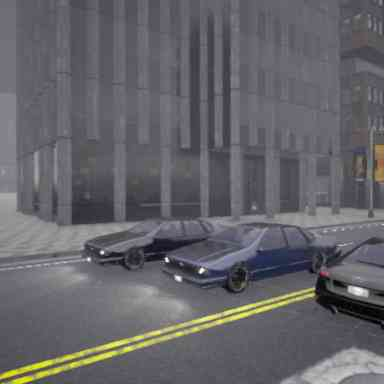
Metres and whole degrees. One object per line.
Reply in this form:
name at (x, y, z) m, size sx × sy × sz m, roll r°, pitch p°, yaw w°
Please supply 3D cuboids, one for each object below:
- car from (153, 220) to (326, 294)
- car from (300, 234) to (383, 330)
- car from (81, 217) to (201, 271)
car at (1.859, 1.550, 9.003) m, size 5.357 × 1.411 × 2.033 m, roll 0°, pitch 0°, yaw -36°
car at (4.306, 1.567, 6.516) m, size 4.181 × 1.385 × 1.994 m, roll 0°, pitch 0°, yaw -36°
car at (-0.790, 1.550, 11.109) m, size 5.357 × 1.411 × 2.033 m, roll 0°, pitch 0°, yaw -36°
